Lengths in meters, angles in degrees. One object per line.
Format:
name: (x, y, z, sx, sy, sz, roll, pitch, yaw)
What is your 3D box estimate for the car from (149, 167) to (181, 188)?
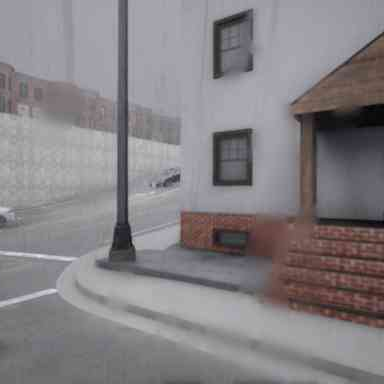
car: (-1.943, -1.412, 30.500, 2.128, 1.511, 4.902, 0, 14, 35)

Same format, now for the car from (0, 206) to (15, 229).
car: (-11.542, 1.292, 16.838, 1.812, 1.442, 4.674, 1, 4, 36)
